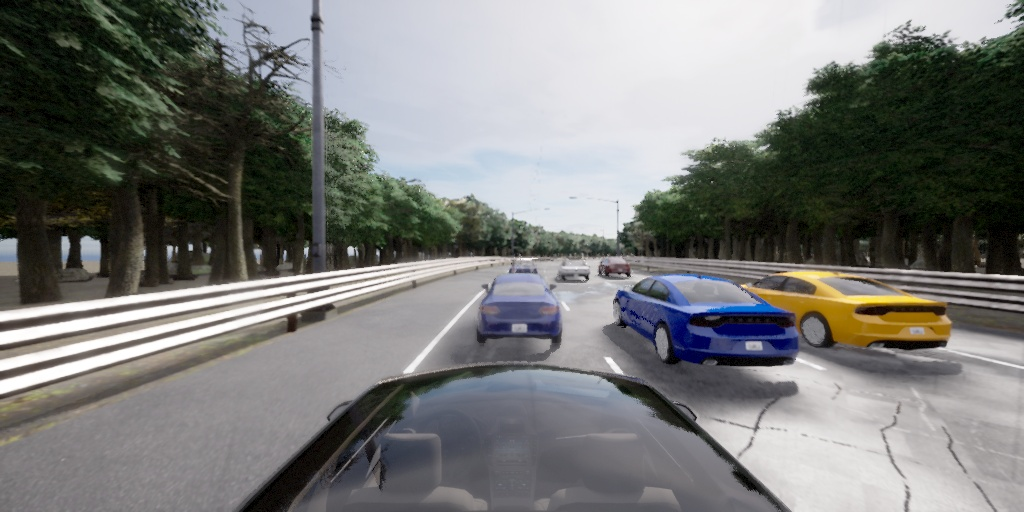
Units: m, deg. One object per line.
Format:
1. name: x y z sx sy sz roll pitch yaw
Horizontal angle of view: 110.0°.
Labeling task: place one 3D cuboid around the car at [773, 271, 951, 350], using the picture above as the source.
1. car: 7.171 1.106 8.769 1.882 1.535 5.008 0 1 1

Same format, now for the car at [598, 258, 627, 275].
1. car: 8.065 0.851 28.438 1.812 1.442 4.674 0 1 4

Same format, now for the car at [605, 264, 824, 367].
1. car: 3.646 1.122 7.788 1.882 1.535 5.008 0 1 1

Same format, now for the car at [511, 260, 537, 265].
1. car: 0.870 0.952 25.946 1.895 1.301 4.718 0 1 4

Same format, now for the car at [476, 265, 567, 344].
1. car: 0.175 1.146 9.046 1.812 1.442 4.674 0 1 1

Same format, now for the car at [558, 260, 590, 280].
1. car: 4.367 0.955 25.799 1.895 1.301 4.718 0 1 4
